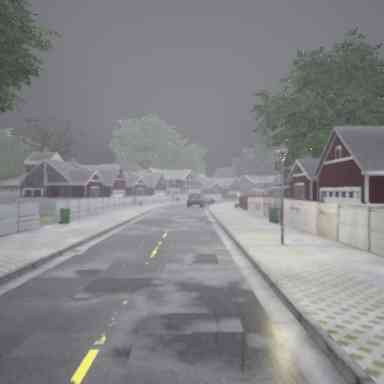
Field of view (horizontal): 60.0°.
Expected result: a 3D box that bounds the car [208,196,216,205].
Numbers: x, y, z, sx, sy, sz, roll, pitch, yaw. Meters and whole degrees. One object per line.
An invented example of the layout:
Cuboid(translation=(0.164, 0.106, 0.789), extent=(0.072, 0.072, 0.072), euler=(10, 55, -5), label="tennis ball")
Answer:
Cuboid(translation=(2.581, 1.417, 56.944), extent=(2.033, 1.411, 5.357), euler=(0, 0, 18), label="car")

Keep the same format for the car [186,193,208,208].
Cuboid(translation=(0.543, 1.113, 46.625), extent=(2.150, 2.045, 5.566), euler=(0, 0, 7), label="car")
